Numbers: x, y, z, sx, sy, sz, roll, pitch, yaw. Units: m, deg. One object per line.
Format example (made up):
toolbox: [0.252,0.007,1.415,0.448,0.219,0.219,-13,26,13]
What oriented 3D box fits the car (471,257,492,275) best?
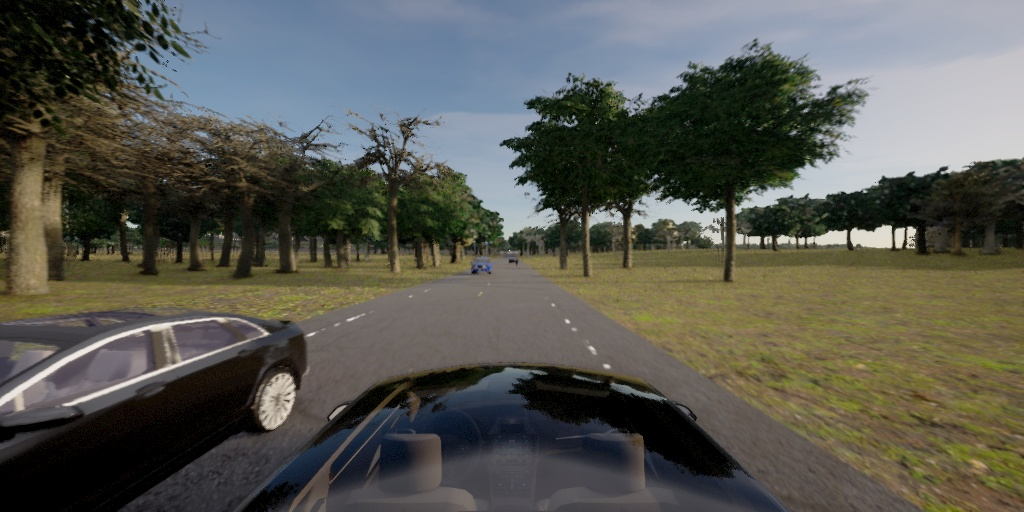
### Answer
car: [-3.583,1.168,43.188,2.150,2.045,5.566,0,0,0]

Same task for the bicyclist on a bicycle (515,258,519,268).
bicyclist on a bicycle: [0.962,1.286,63.858,0.659,1.776,1.843,0,0,0]

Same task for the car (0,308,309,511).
car: [-3.601,1.249,2.749,2.128,1.511,4.902,0,0,0]
